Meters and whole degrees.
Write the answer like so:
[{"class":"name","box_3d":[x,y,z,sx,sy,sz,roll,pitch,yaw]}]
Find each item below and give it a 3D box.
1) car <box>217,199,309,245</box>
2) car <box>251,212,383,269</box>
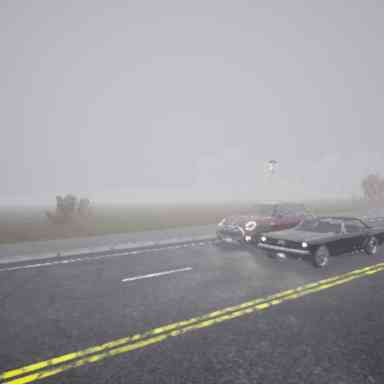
[{"class":"car","box_3d":[3.229,1.222,14.066,4.553,1.767,2.097,-1,0,-36]},{"class":"car","box_3d":[4.351,1.478,10.855,4.718,1.301,1.895,-1,0,-36]}]
